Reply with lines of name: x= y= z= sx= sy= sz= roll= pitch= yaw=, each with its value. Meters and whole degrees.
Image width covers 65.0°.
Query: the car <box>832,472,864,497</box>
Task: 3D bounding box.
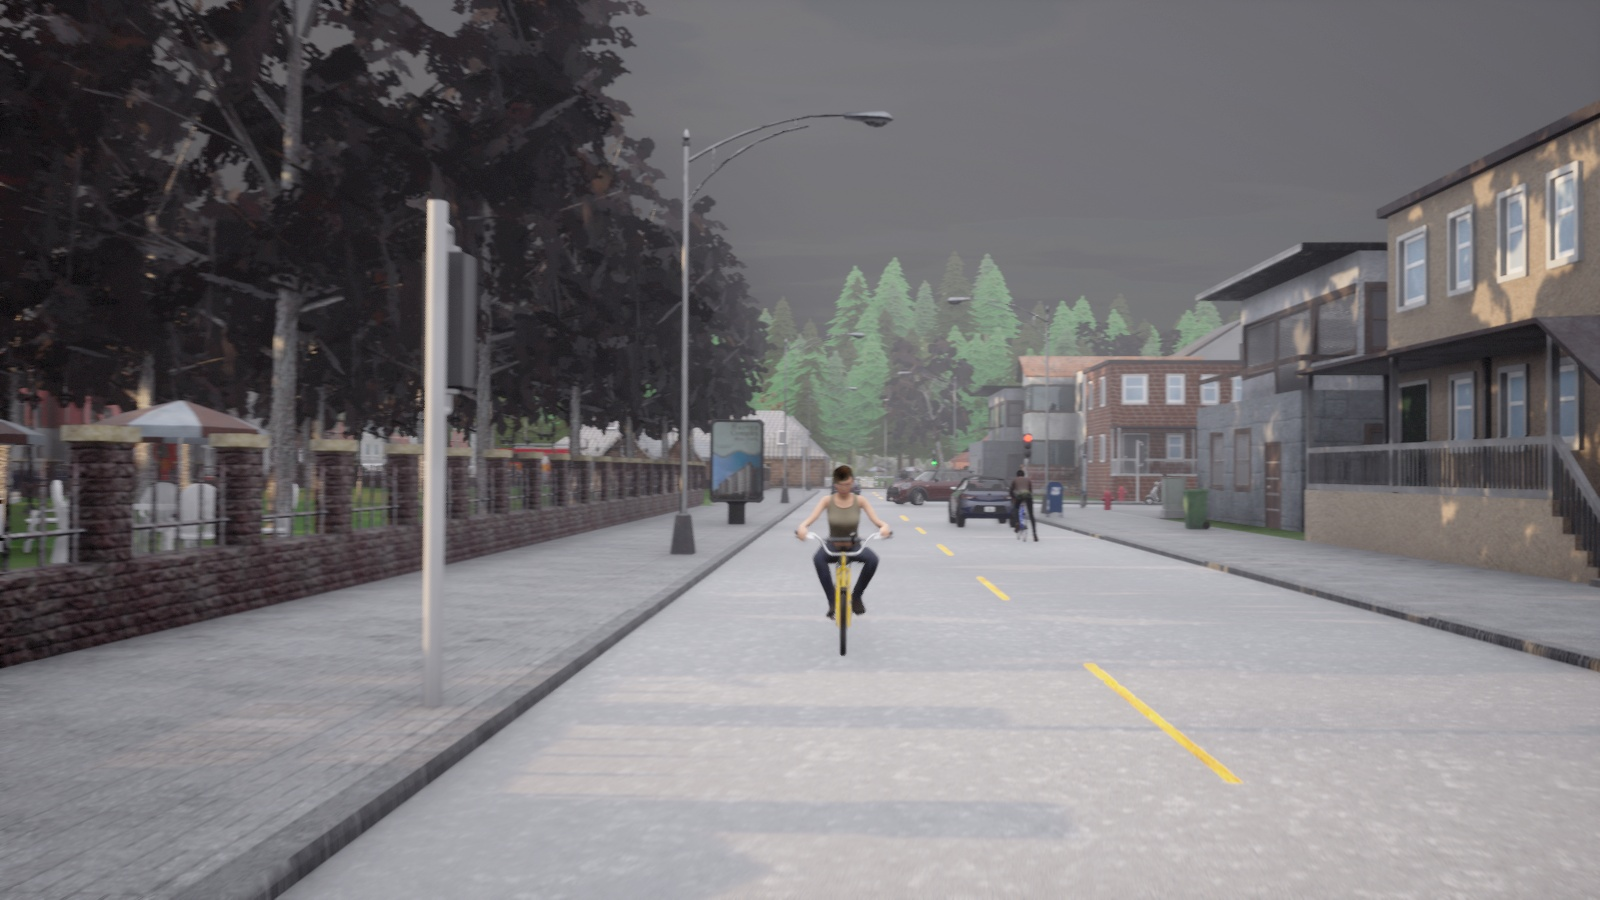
car: x=2.970 y=2.136 z=78.240 sx=1.816 sy=1.474 sz=4.193 roll=0 pitch=-1 yaw=0

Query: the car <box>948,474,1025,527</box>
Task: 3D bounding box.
car: x=5.424 y=1.439 z=36.947 sx=1.816 sy=1.474 sz=4.193 roll=0 pitch=-1 yaw=3

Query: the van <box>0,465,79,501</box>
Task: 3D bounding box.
van: x=-42.605 y=1.819 z=70.275 sx=1.775 sy=1.987 sz=4.442 roll=0 pitch=-1 yaw=2

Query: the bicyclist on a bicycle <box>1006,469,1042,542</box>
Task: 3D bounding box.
bicyclist on a bicycle: x=5.102 y=1.239 z=28.638 sx=0.582 sy=1.620 sz=1.656 roll=0 pitch=-1 yaw=2

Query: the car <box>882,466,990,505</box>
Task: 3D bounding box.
car: x=6.330 y=1.644 z=58.497 sx=4.553 sy=1.767 sz=2.097 roll=0 pitch=-1 yaw=-22

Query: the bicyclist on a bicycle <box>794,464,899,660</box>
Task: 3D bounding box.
bicyclist on a bicycle: x=0.408 y=0.937 z=11.121 sx=0.866 sy=1.612 sz=1.509 roll=0 pitch=-1 yaw=2

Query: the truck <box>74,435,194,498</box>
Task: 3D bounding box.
truck: x=-42.225 y=1.064 z=80.017 sx=2.891 sy=3.827 sz=8.468 roll=0 pitch=-1 yaw=2

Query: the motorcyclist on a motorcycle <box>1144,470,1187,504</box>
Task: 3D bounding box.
motorcyclist on a motorcycle: x=17.387 y=1.741 z=59.725 sx=1.817 sy=1.590 sz=0.866 roll=0 pitch=-1 yaw=2
